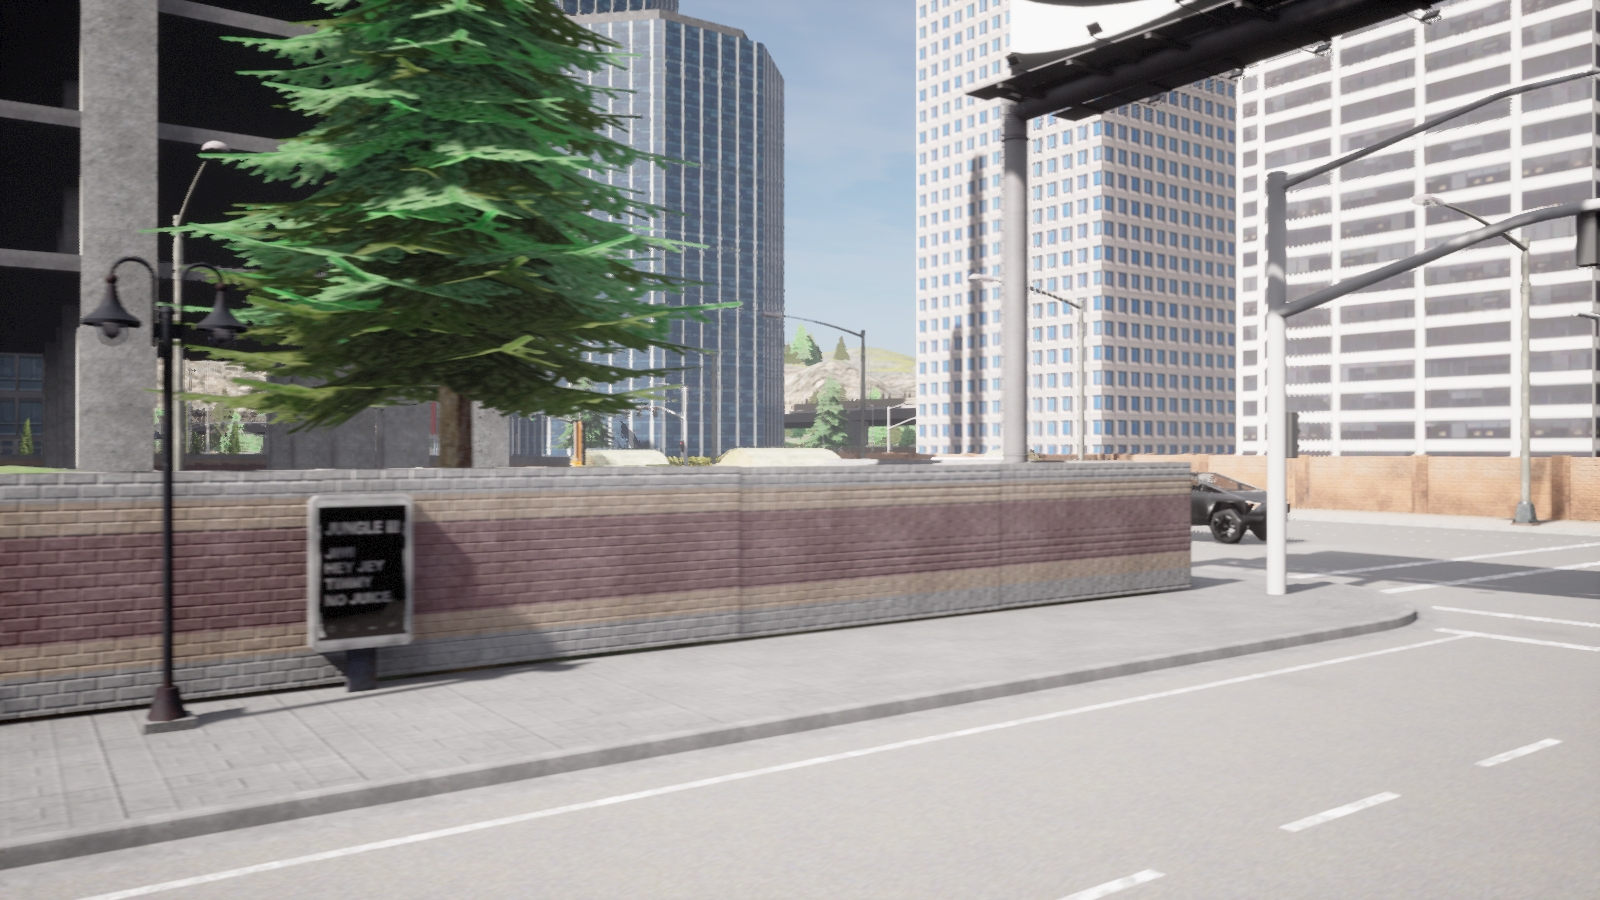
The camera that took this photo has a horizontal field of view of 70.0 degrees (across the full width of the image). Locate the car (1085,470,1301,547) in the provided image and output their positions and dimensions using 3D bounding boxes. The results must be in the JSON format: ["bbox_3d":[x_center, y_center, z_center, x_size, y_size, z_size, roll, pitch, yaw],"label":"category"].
[{"bbox_3d":[12.281,1.754,36.234,2.390,2.098,6.274,0,0,-35],"label":"car"}]
